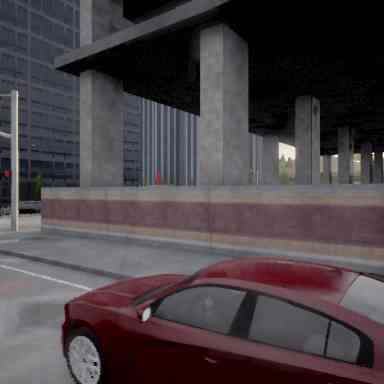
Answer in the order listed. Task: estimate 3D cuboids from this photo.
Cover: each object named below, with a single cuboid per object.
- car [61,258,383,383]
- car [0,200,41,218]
[{"bbox_3d":[0.639,1.478,3.534,5.008,1.535,1.882,0,0,35],"label":"car"},{"bbox_3d":[-15.814,1.546,31.222,2.128,1.511,4.902,0,0,36],"label":"car"}]
